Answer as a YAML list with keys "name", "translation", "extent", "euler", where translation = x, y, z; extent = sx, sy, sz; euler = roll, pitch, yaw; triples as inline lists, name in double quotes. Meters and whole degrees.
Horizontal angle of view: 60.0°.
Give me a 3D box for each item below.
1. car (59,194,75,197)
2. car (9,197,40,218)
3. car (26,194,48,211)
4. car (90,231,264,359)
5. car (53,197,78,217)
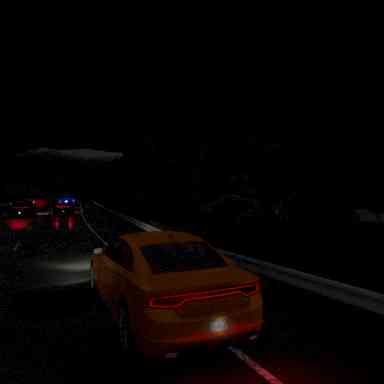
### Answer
- name: "car"
  translation: [-15.530, 1.221, 41.390]
  extent: [2.150, 2.045, 5.566]
  euler: [0, 0, -19]
- name: "car"
  translation: [-15.245, 1.505, 30.105]
  extent: [1.837, 1.490, 4.892]
  euler: [0, 0, -20]
- name: "car"
  translation: [-18.691, 1.221, 39.986]
  extent: [2.150, 2.045, 5.566]
  euler: [0, 0, -19]
- name: "car"
  translation: [-0.709, 1.478, 6.309]
  extent: [1.882, 1.535, 5.008]
  euler: [0, 0, -25]
- name: "car"
  translation: [-12.074, 1.492, 31.505]
  extent: [2.128, 1.511, 4.902]
  euler: [0, 0, -19]
